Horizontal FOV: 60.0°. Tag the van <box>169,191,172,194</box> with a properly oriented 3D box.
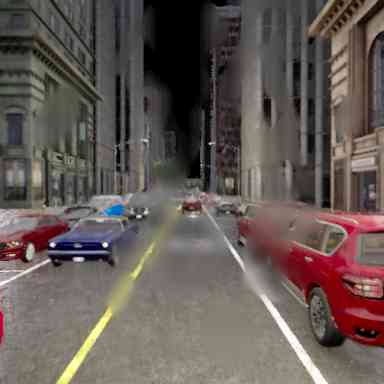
[{"bbox_3d":[-5.770,0.769,71.452,1.690,1.788,3.998,0,0,0],"label":"van"}]

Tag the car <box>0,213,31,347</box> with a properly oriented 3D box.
[{"bbox_3d":[-3.077,1.209,1.295,2.150,2.045,5.566,0,1,0],"label":"car"}]

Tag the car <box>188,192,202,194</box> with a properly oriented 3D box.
[{"bbox_3d":[0.022,1.100,44.446,1.882,1.535,5.008,0,1,0],"label":"car"}]

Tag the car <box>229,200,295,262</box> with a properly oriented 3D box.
[{"bbox_3d":[2.763,1.215,11.610,2.192,1.841,5.009,0,0,0],"label":"car"}]

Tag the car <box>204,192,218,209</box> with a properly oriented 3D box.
[{"bbox_3d":[2.760,1.111,38.814,1.967,1.590,4.097,0,0,0],"label":"car"}]

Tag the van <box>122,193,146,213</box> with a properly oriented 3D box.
[{"bbox_3d":[-5.765,1.055,33.365,1.690,1.788,3.998,0,0,0],"label":"van"}]

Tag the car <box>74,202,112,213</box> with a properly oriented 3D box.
[{"bbox_3d":[-5.763,1.416,17.044,1.947,1.339,4.313,0,0,0],"label":"car"}]

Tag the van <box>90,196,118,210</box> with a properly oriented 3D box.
[{"bbox_3d":[-5.764,1.146,22.483,1.690,1.788,3.998,0,0,0],"label":"van"}]

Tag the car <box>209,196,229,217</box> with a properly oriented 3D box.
[{"bbox_3d":[2.761,1.313,27.934,2.008,1.369,4.403,0,0,0],"label":"car"}]

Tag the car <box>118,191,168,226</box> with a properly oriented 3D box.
[{"bbox_3d":[-3.060,1.027,22.125,2.150,2.045,5.566,0,1,1],"label":"car"}]

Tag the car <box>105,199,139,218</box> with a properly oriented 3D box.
[{"bbox_3d":[-5.764,1.304,27.926,1.887,1.381,4.507,0,0,0],"label":"car"}]

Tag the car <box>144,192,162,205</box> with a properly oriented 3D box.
[{"bbox_3d":[-5.766,0.892,49.688,2.192,1.841,5.009,0,0,0],"label":"car"}]

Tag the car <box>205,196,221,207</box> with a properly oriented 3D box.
[{"bbox_3d":[2.760,1.207,44.256,1.802,1.307,4.206,0,0,0],"label":"car"}]

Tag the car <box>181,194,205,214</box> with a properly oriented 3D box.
[{"bbox_3d":[0.000,1.209,31.509,1.882,1.535,5.008,0,1,0],"label":"car"}]

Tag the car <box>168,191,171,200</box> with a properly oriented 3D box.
[{"bbox_3d":[-5.769,1.044,66.012,1.802,1.307,4.206,0,0,0],"label":"car"}]

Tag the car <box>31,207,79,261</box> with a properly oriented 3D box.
[{"bbox_3d":[-5.763,1.441,11.602,1.887,1.381,4.507,0,0,0],"label":"car"}]

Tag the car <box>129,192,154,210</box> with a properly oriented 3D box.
[{"bbox_3d":[-5.765,0.983,38.806,2.192,1.841,5.009,0,0,0],"label":"car"}]

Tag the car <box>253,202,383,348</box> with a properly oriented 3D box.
[{"bbox_3d":[2.763,1.262,6.169,2.192,1.841,5.009,0,0,0],"label":"car"}]

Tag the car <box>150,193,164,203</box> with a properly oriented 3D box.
[{"bbox_3d":[-5.767,0.974,55.131,1.967,1.590,4.097,0,0,0],"label":"car"}]

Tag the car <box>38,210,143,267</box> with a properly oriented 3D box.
[{"bbox_3d":[-3.066,1.502,11.216,1.895,1.301,4.718,0,0,0],"label":"car"}]
